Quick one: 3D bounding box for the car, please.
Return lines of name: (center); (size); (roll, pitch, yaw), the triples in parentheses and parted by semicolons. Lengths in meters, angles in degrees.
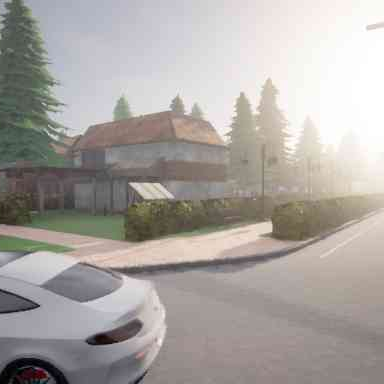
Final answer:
car: (-2.668, 1.514, 4.143); (4.674, 1.442, 1.812); (0, 3, 7)
